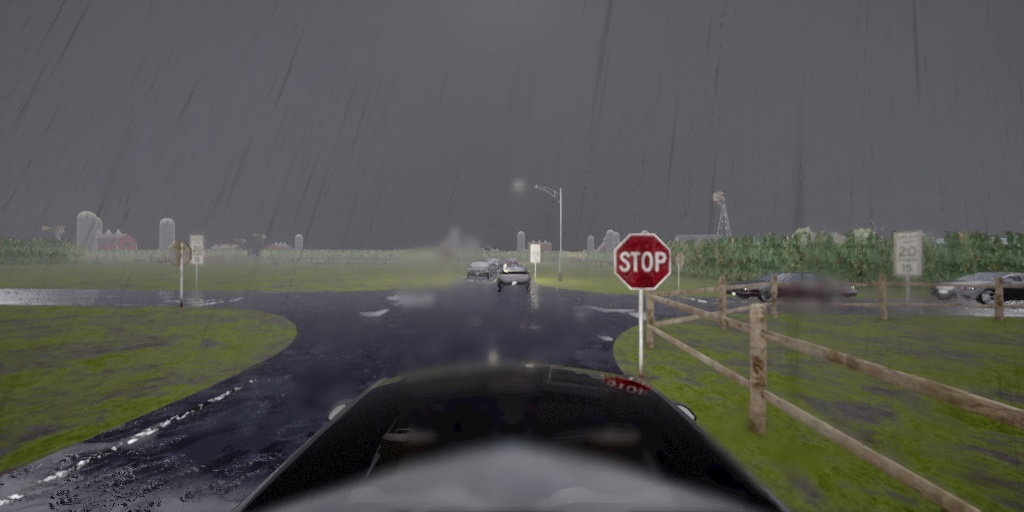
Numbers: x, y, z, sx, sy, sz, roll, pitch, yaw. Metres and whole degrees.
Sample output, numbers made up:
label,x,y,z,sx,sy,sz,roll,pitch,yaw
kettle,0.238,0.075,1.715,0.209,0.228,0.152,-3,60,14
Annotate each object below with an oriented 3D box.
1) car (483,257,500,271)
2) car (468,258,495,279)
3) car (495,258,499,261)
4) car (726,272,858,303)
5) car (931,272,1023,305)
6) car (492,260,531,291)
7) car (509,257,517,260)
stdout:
label,x,y,z,sx,sy,sz,roll,pitch,yaw
car,-2.787,1.047,49.917,2.097,1.767,4.553,0,0,0
car,-2.818,1.199,32.184,1.882,1.535,5.008,0,0,0
car,-2.804,1.273,41.161,1.994,1.385,4.181,0,0,0
car,13.437,1.478,17.408,5.357,1.411,2.033,1,-1,0
car,23.400,1.539,17.367,4.902,1.511,2.128,1,-1,0
car,0.128,1.235,21.689,2.128,1.511,4.902,0,0,0
car,0.160,1.022,62.446,2.097,1.767,4.553,0,0,0
